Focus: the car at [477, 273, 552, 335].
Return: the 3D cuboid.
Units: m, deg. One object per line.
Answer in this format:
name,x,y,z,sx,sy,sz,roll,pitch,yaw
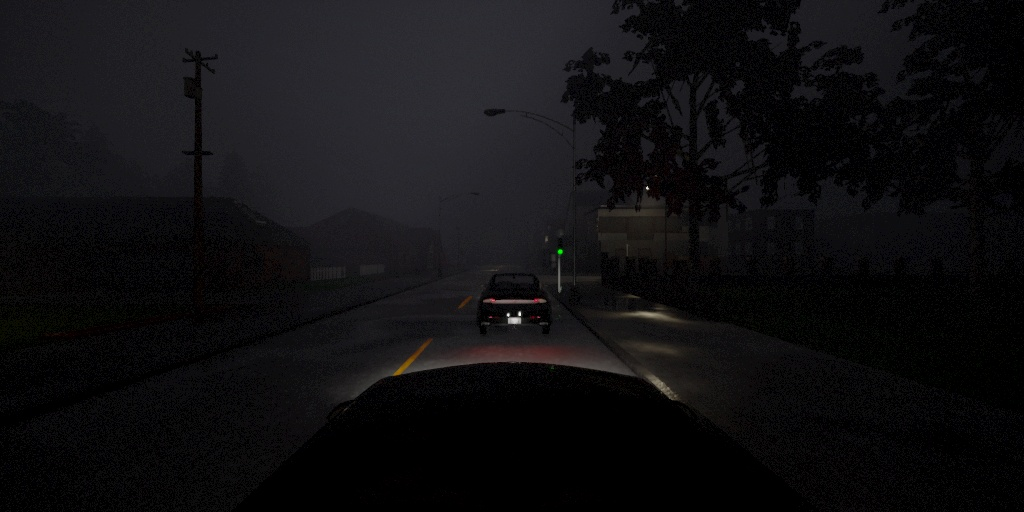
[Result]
car,0.060,1.245,10.537,2.128,1.511,4.902,0,0,0
